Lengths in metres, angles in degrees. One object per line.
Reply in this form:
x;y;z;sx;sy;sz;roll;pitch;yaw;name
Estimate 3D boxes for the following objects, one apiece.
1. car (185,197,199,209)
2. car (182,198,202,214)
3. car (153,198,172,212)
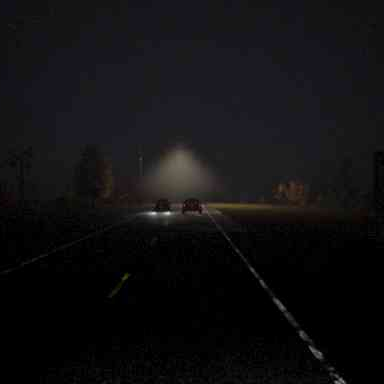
0.011;1.565;47.393;1.837;1.490;4.892;0;0;0;car
-0.002;1.389;35.812;2.097;1.767;4.553;0;0;0;car
-3.503;1.549;40.013;1.837;1.490;4.892;0;0;0;car
